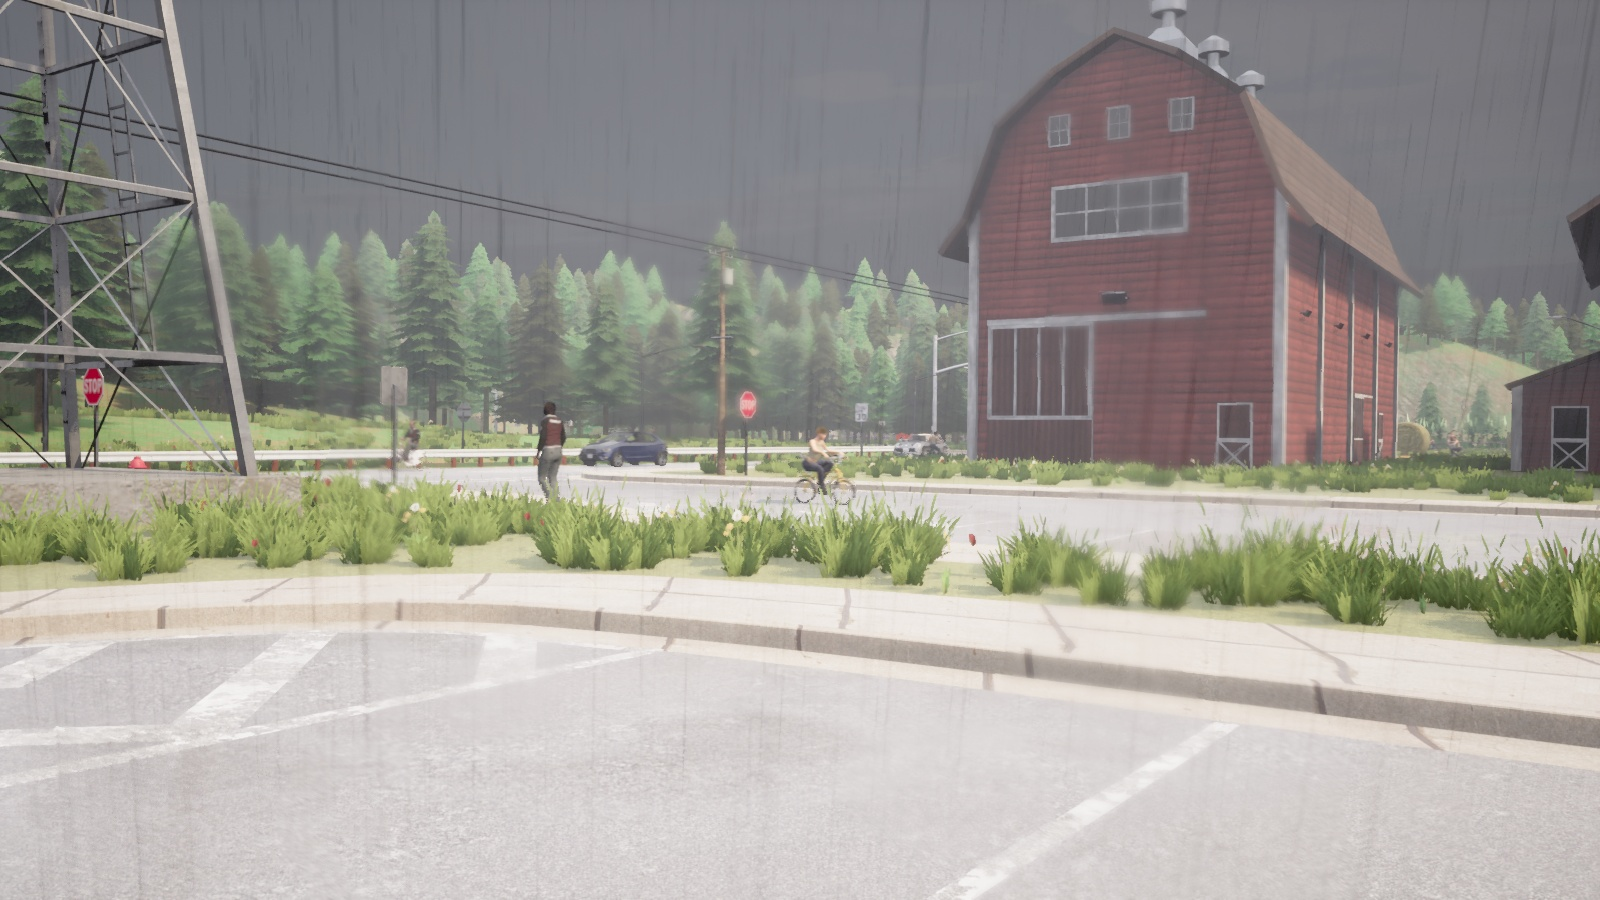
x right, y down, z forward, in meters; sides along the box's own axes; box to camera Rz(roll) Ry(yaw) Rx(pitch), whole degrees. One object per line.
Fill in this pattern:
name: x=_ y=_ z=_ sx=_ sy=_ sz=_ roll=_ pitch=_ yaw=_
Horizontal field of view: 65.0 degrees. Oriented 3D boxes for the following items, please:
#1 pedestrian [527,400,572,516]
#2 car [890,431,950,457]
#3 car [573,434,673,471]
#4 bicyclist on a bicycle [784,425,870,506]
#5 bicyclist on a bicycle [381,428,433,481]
pedestrian: x=-4.226 y=0.135 z=21.215 sx=0.666 sy=1.930 sz=0.402 roll=0 pitch=1 yaw=42
car: x=7.091 y=-0.377 z=73.960 sx=1.970 sy=1.475 sz=3.806 roll=0 pitch=1 yaw=34
car: x=-7.373 y=0.093 z=52.660 sx=1.816 sy=1.474 sz=4.193 roll=0 pitch=1 yaw=34
bicyclist on a bicycle: x=0.550 y=0.311 z=25.773 sx=1.509 sy=1.612 sz=0.866 roll=0 pitch=1 yaw=33
bicyclist on a bicycle: x=-13.466 y=0.136 z=43.088 sx=0.659 sy=1.776 sz=1.843 roll=1 pitch=1 yaw=24
